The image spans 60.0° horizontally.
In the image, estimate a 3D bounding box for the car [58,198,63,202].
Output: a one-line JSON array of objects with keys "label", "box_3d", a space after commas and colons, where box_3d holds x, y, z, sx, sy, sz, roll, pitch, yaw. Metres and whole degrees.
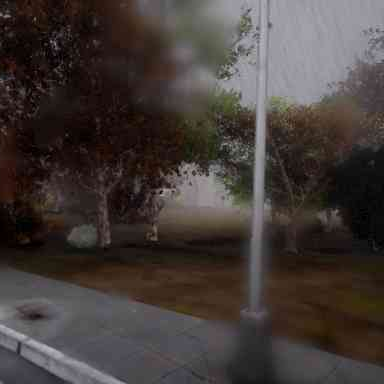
[{"label": "car", "box_3d": [-36.106, 1.969, 85.448, 4.892, 1.521, 2.231, 2, -3, 4]}]
